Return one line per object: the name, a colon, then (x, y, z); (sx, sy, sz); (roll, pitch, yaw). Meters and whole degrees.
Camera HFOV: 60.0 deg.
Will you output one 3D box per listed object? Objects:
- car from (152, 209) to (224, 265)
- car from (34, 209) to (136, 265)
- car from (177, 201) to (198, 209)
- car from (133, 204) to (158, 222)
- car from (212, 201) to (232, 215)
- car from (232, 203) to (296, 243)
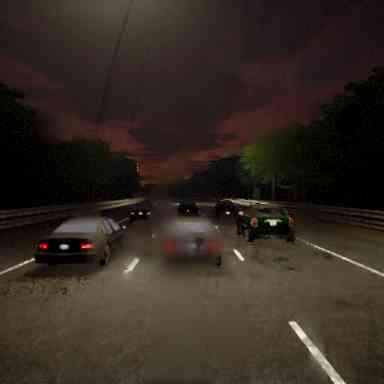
car: (-0.019, 1.559, 11.663); (2.033, 1.411, 5.357); (0, 0, 0)
car: (-3.518, 1.559, 11.639); (2.033, 1.411, 5.357); (0, 0, 0)
car: (-0.427, 1.592, 33.181); (1.882, 1.535, 5.008); (0, 0, -1)
car: (-3.782, 1.628, 26.745); (2.033, 1.411, 5.357); (0, 0, -1)
car: (3.101, 1.611, 31.987); (1.837, 1.490, 4.892); (0, 0, -1)
car: (3.436, 1.376, 16.293); (2.097, 1.767, 4.553); (0, 0, -1)
